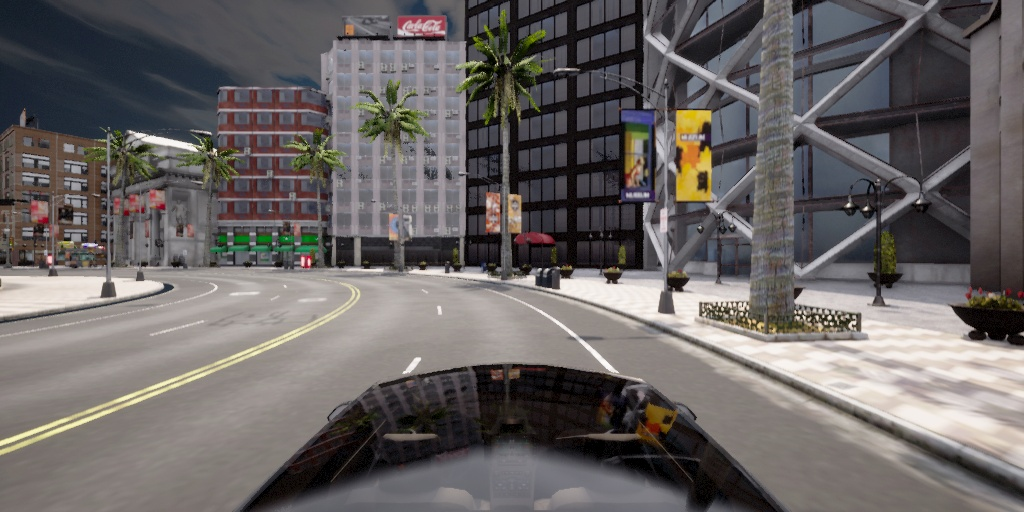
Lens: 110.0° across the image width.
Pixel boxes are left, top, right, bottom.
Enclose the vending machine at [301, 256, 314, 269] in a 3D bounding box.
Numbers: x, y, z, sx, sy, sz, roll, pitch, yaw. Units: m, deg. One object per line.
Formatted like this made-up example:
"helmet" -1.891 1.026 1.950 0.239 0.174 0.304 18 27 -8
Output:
"vending machine" -30.042 0.926 52.301 0.880 2.100 1.100 0 0 17
